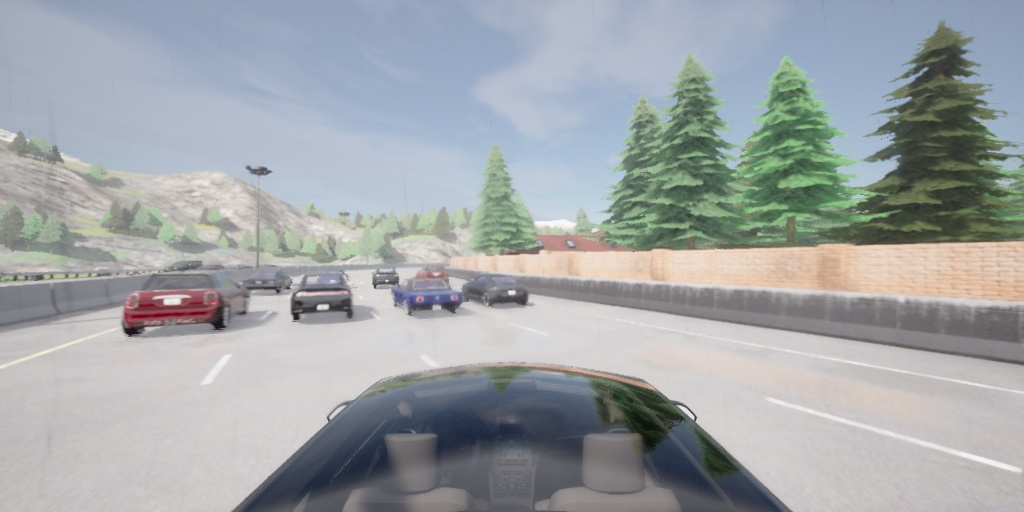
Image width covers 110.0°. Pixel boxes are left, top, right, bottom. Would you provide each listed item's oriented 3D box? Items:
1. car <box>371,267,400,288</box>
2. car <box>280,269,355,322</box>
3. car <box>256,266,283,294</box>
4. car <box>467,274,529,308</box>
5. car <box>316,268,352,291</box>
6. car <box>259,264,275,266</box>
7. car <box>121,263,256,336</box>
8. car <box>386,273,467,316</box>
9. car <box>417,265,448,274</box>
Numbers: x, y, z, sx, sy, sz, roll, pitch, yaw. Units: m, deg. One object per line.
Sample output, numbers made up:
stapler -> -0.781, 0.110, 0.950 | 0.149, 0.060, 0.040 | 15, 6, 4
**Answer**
car -> -9.679, 1.599, 27.500 | 2.128, 1.511, 4.902 | 0, -1, -22
car -> -6.922, 1.400, 13.228 | 2.128, 1.511, 4.902 | 0, -1, -27
car -> -15.290, 1.584, 22.651 | 2.033, 1.411, 5.357 | 0, -1, -22
car -> -0.899, 1.526, 16.827 | 1.994, 1.385, 4.181 | 0, -1, -27
car -> -12.986, 1.654, 26.362 | 1.994, 1.385, 4.181 | 0, -1, -21
car -> -34.984, 1.927, 50.852 | 1.837, 1.490, 4.892 | 0, -1, -11
car -> -9.856, 1.233, 11.291 | 2.097, 1.767, 4.553 | 0, -1, -27
car -> -3.596, 1.527, 14.395 | 1.895, 1.301, 4.718 | 0, -1, -27
car -> -6.447, 1.479, 28.852 | 2.097, 1.767, 4.553 | 0, -1, -22
